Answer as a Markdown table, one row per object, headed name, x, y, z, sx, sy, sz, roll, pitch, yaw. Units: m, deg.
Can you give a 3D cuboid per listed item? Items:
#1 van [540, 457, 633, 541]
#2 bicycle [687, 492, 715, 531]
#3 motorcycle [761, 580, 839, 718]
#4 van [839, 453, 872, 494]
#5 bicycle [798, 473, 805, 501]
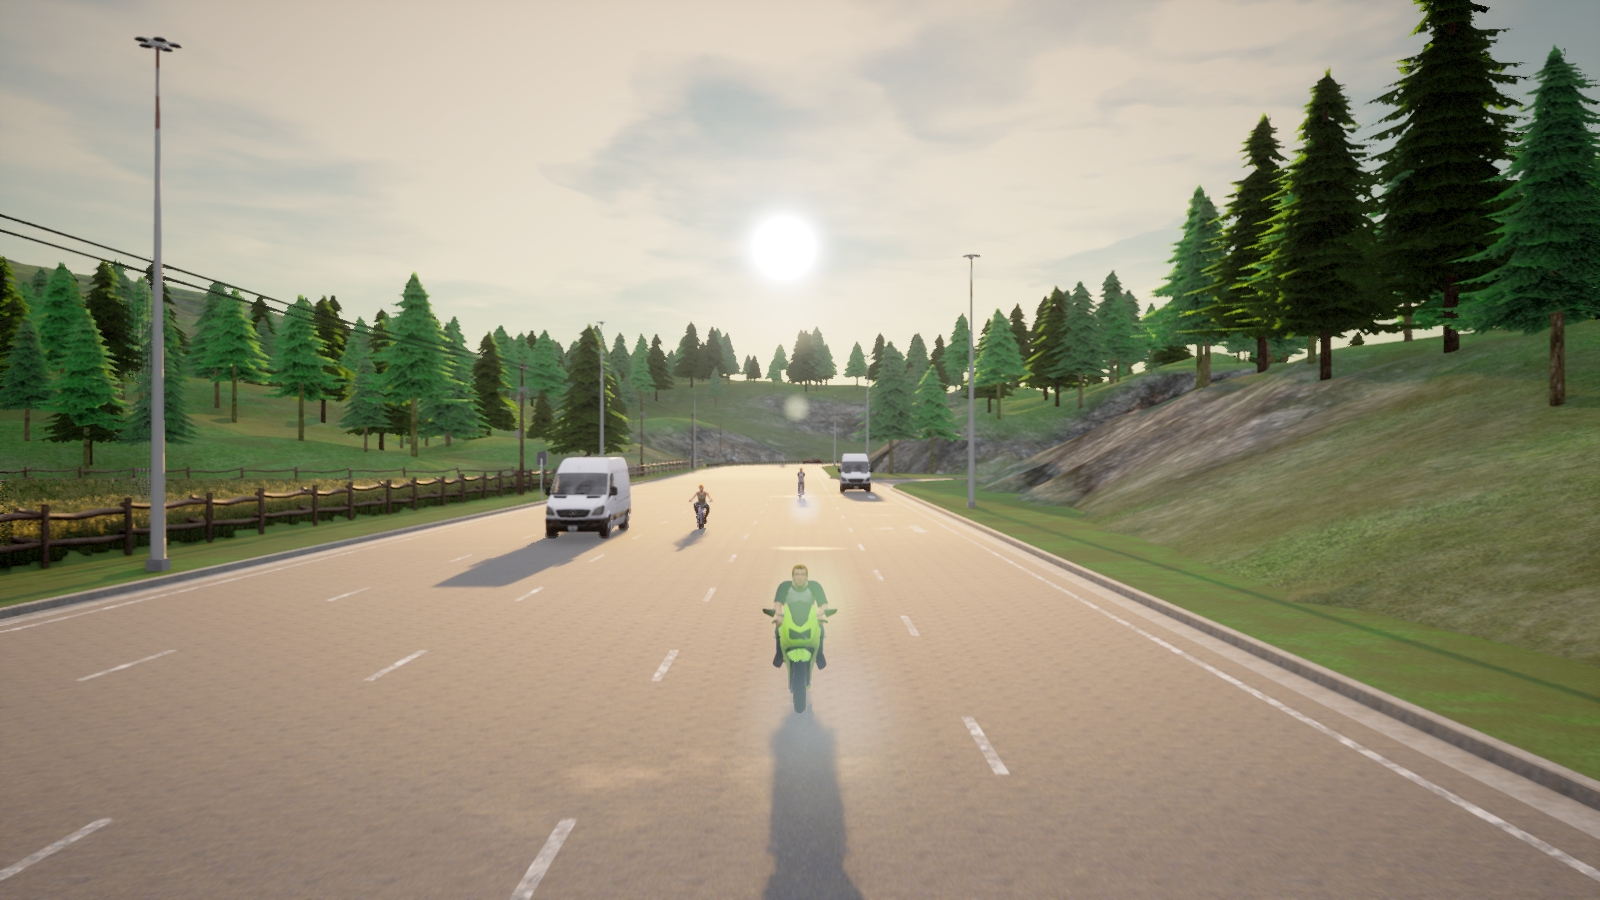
| name | x | y | z | sx | sy | sz | roll | pitch | yaw |
| --- | --- | --- | --- | --- | --- | --- | --- | --- | --- |
| van | -6.983 | 1.525 | 38.019 | 1.988 | 2.561 | 5.915 | 0 | 0 | 0 |
| bicycle | -3.471 | 2.148 | 40.205 | 0.859 | 1.277 | 1.487 | 0 | 0 | 0 |
| motorcycle | 0.000 | 2.182 | 12.900 | 0.803 | 1.199 | 2.033 | 0 | 0 | 0 |
| van | 3.617 | 1.517 | 75.547 | 1.988 | 2.561 | 5.915 | 0 | 0 | 1 |
| bicycle | 0.066 | 2.041 | 63.753 | 0.373 | 1.496 | 1.643 | 0 | 0 | 0 |
